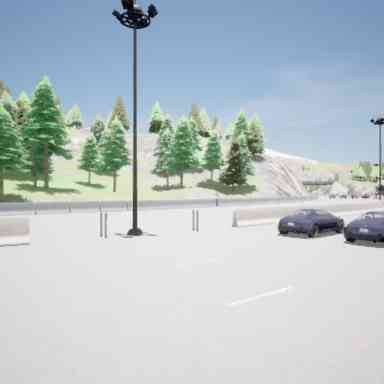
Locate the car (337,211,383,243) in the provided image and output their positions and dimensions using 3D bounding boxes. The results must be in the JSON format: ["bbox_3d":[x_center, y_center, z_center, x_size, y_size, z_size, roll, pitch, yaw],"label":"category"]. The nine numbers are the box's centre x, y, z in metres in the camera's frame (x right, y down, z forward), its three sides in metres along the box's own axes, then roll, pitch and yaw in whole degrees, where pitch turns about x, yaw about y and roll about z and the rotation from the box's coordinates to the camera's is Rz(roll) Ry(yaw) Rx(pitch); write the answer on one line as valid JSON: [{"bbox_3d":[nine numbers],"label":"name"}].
[{"bbox_3d":[8.701,1.569,15.130,4.181,1.385,1.994,0,0,-40],"label":"car"}]

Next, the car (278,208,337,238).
[{"bbox_3d":[6.456,1.569,17.815,4.181,1.385,1.994,0,0,-40],"label":"car"}]
